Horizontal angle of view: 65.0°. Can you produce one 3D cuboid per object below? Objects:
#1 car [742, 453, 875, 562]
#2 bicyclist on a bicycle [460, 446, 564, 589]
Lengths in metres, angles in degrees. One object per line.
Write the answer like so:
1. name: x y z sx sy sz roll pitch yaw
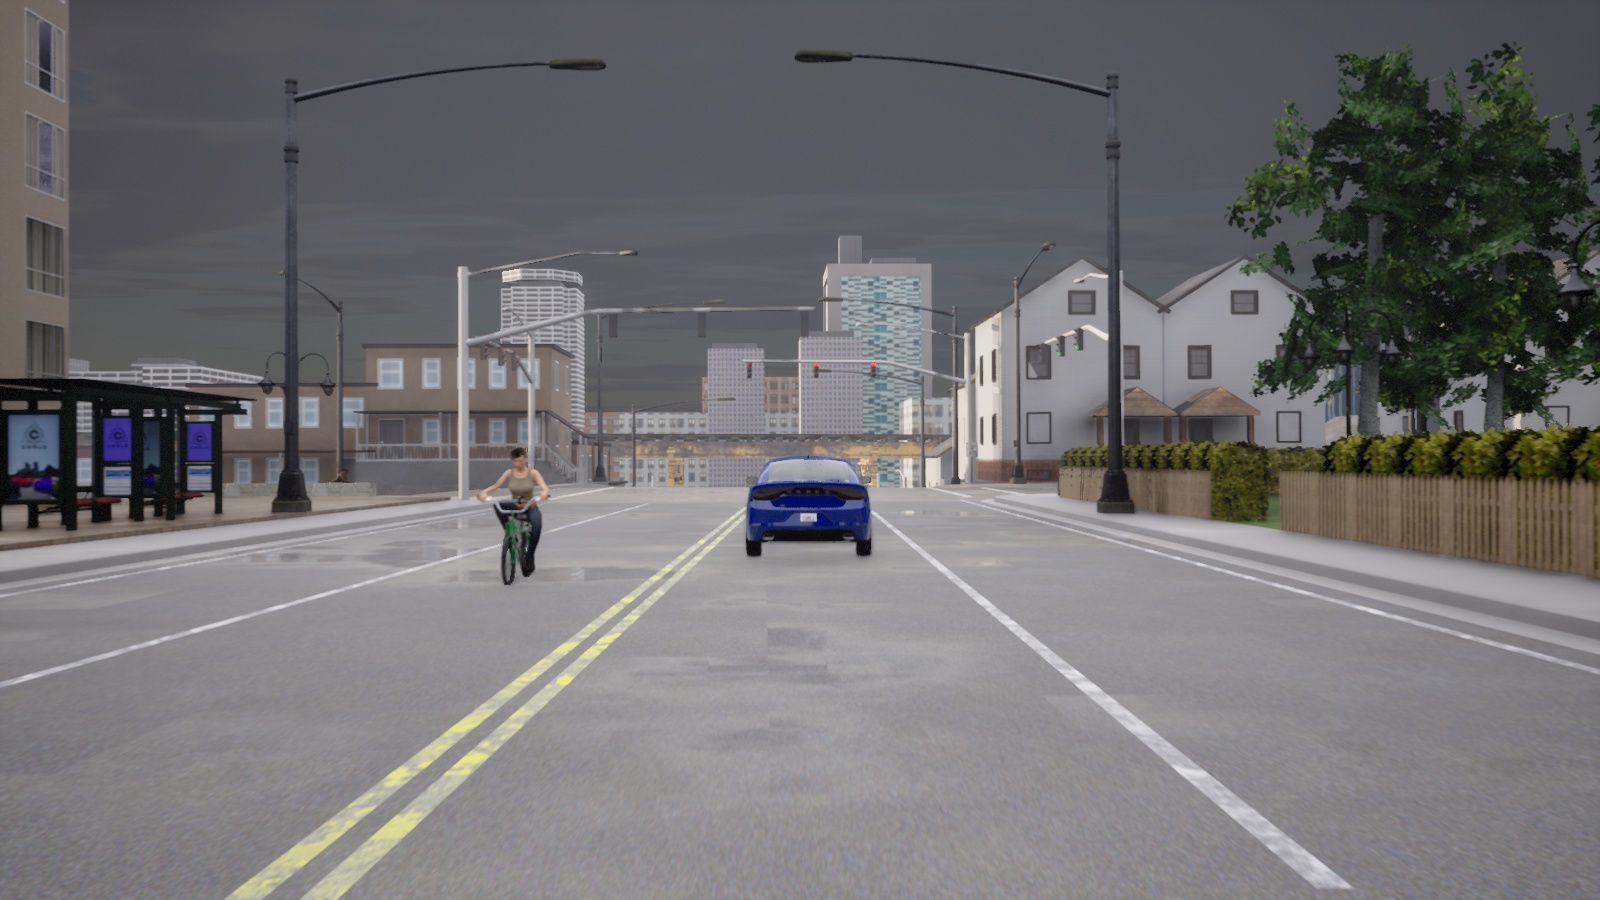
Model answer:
1. car: 0.138 0.832 20.315 1.882 1.535 5.008 0 0 0
2. bicyclist on a bicycle: -3.390 0.762 14.918 0.866 1.612 1.509 0 0 1
